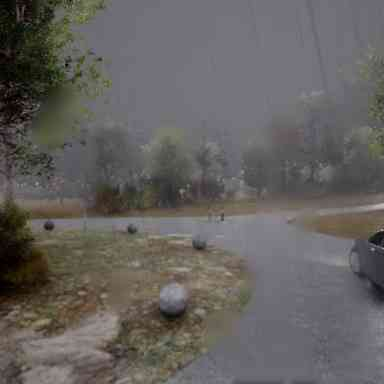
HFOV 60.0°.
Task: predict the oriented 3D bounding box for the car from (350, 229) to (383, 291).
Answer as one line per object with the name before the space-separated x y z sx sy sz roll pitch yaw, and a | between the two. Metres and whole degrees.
car | 4.966 1.519 7.350 1.837 1.490 4.892 0 0 13
